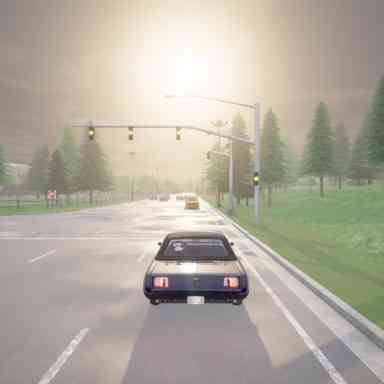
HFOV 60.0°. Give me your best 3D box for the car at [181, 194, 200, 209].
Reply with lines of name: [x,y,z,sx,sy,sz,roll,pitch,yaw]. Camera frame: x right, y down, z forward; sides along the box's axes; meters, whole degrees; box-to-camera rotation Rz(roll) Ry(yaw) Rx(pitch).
car: [-0.089,1.098,46.143,1.882,1.535,5.008,-3,16,-4]

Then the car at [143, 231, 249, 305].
car: [0.090,1.601,8.024,1.895,1.301,4.718,0,0,0]

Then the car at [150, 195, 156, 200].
car: [-10.370,1.540,91.159,2.033,1.411,5.357,0,0,0]

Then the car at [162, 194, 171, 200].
car: [-6.871,1.372,90.741,2.033,1.411,5.357,0,0,0]

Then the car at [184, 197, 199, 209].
car: [-0.035,1.577,49.692,2.033,1.411,5.357,0,1,2]

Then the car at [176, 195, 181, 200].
car: [-3.370,1.553,91.149,1.994,1.385,4.181,0,0,0]

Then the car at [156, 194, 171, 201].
car: [-6.886,1.531,80.321,2.033,1.411,5.357,0,0,0]
